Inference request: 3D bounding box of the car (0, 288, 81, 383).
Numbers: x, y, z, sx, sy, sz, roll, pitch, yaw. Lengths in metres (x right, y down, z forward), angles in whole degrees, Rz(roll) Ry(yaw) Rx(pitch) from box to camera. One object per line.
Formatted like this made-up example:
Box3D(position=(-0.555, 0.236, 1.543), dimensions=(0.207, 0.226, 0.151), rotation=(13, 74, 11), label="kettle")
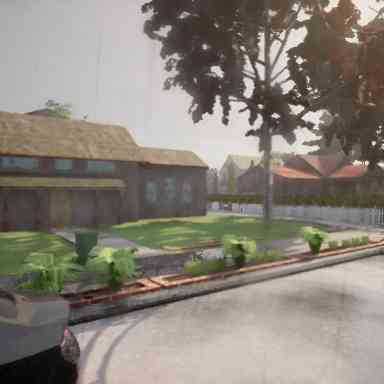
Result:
Box3D(position=(-3.306, 1.509, 2.216), dimensions=(4.892, 1.490, 1.837), rotation=(0, 0, -35), label="car")
